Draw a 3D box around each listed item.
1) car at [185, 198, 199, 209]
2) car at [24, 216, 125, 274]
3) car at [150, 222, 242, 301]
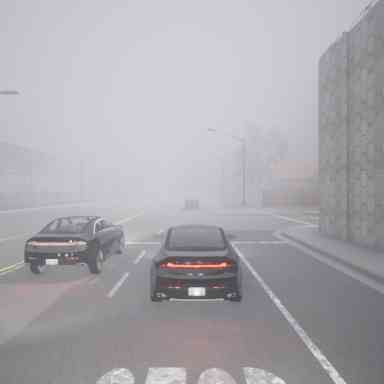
[{"bbox_3d":[-0.016,1.491,44.228,2.128,1.511,4.902,0,0,0],"label":"car"},{"bbox_3d":[-3.428,1.491,10.546,2.128,1.511,4.902,0,0,0],"label":"car"},{"bbox_3d":[0.079,1.505,8.277,1.837,1.490,4.892,0,0,0],"label":"car"}]
